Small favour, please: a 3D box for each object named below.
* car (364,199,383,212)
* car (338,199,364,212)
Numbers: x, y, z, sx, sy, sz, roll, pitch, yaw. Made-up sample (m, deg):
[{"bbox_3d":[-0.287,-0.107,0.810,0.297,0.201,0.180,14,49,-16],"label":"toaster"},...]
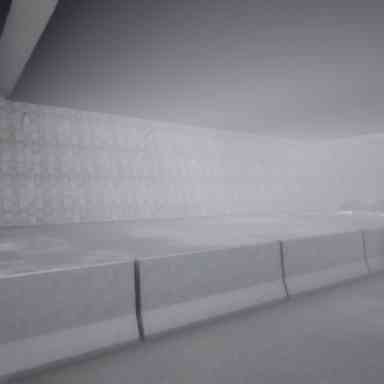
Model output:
[{"bbox_3d":[21.253,1.463,36.285,4.892,1.490,1.837,0,0,-35],"label":"car"},{"bbox_3d":[18.899,1.523,38.907,4.181,1.385,1.994,0,0,-35],"label":"car"}]
